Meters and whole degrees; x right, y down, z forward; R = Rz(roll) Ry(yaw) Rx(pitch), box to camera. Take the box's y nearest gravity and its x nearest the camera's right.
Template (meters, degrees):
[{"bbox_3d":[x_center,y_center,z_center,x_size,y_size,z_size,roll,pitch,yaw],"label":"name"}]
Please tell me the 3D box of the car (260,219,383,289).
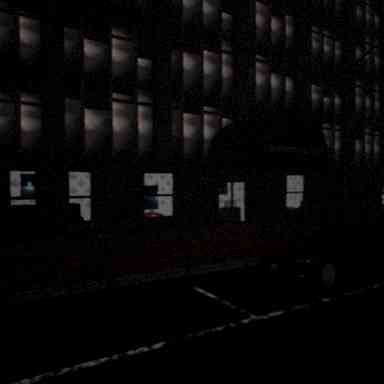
[{"bbox_3d":[3.793,1.431,8.746,4.507,1.381,1.887,0,0,-32],"label":"car"}]
